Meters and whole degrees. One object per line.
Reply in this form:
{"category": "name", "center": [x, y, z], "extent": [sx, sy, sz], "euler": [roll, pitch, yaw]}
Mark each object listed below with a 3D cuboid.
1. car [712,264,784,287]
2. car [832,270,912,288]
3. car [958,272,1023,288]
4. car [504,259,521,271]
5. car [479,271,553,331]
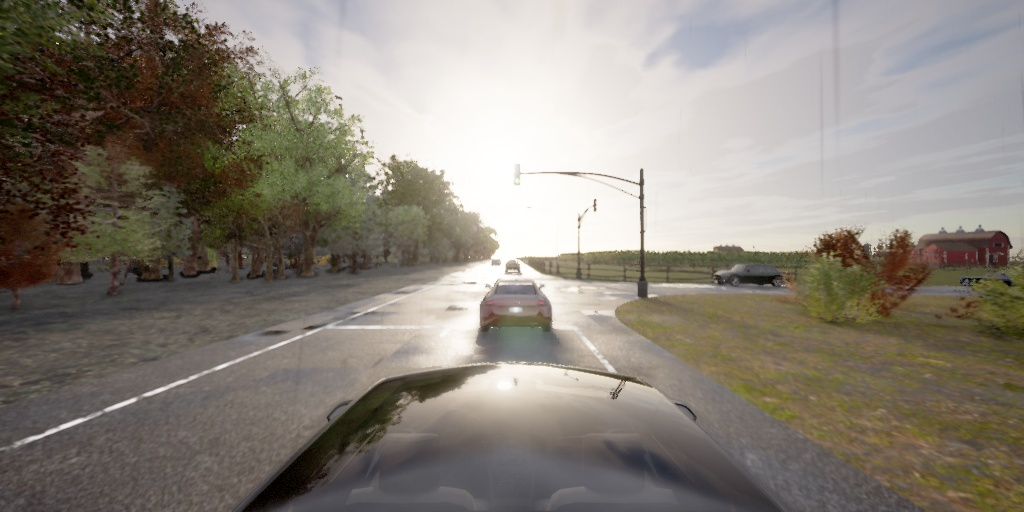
{"category": "car", "center": [17.562, 1.366, 26.891], "extent": [4.553, 1.767, 2.097], "euler": [1, -1, 1]}
{"category": "car", "center": [26.609, 1.713, 26.808], "extent": [4.718, 1.301, 1.895], "euler": [1, -1, 0]}
{"category": "car", "center": [36.627, 1.822, 26.758], "extent": [4.718, 1.301, 1.895], "euler": [1, -1, 0]}
{"category": "car", "center": [0.097, 1.272, 45.941], "extent": [2.128, 1.511, 4.902], "euler": [0, 0, 0]}
{"category": "car", "center": [0.101, 1.322, 11.012], "extent": [1.994, 1.385, 4.181], "euler": [0, 0, 0]}
